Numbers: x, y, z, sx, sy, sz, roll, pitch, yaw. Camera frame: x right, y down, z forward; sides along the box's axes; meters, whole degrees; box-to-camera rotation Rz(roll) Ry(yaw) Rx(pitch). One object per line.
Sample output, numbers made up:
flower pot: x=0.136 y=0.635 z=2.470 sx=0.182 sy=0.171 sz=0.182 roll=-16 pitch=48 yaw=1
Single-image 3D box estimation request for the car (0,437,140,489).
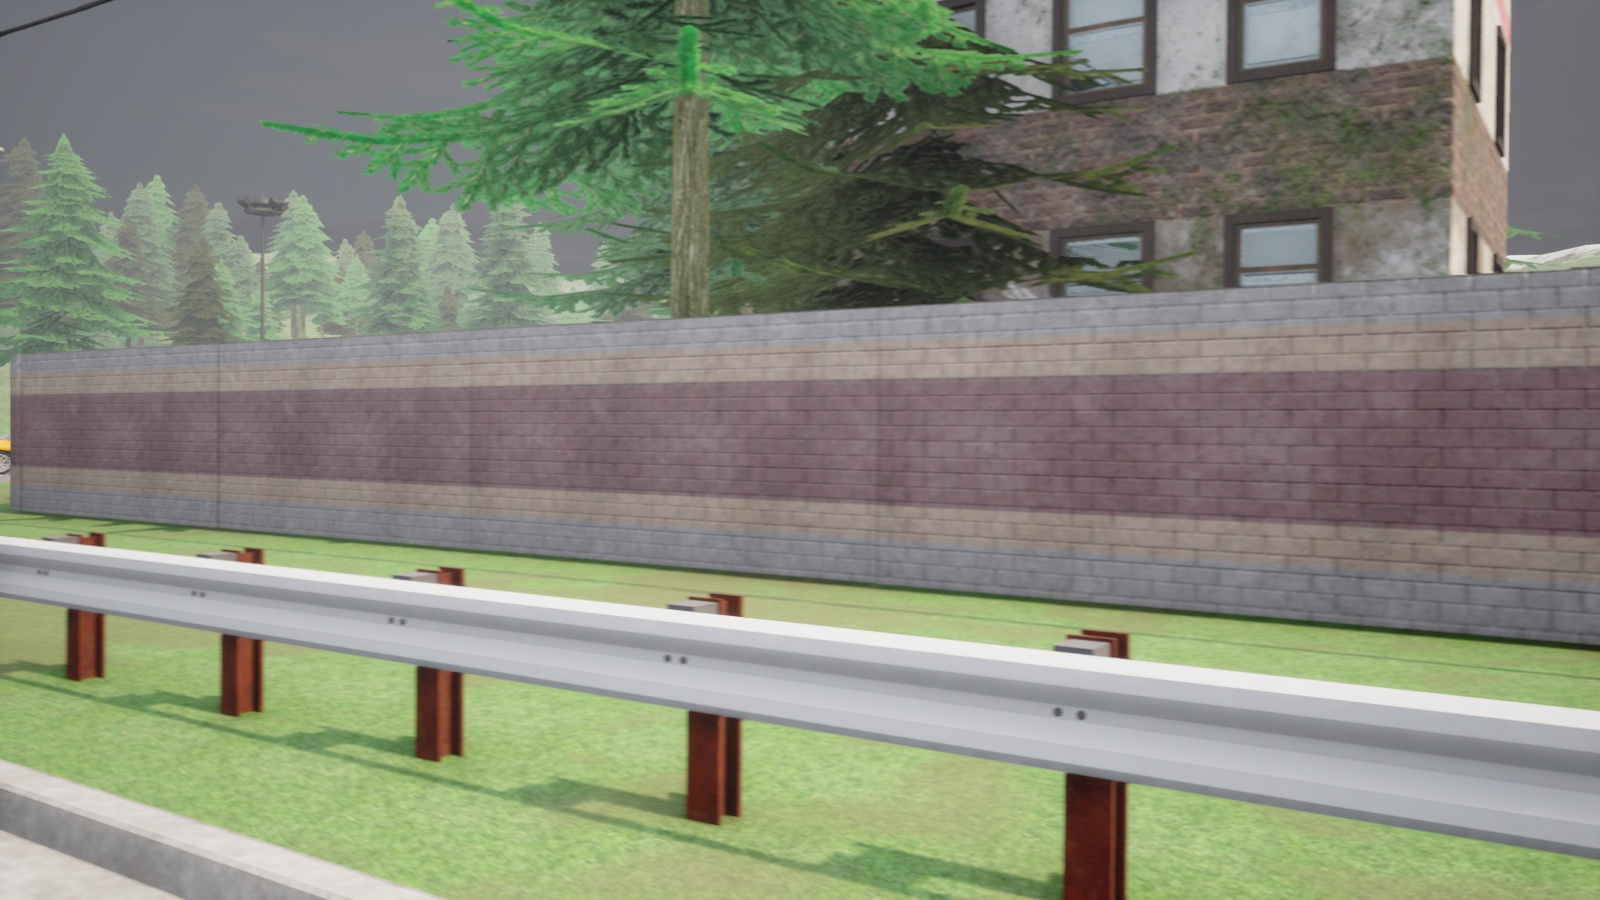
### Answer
car: x=-23.765 y=0.385 z=39.487 sx=1.882 sy=1.535 sz=5.008 roll=0 pitch=1 yaw=34
